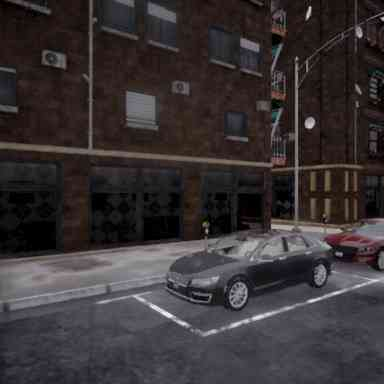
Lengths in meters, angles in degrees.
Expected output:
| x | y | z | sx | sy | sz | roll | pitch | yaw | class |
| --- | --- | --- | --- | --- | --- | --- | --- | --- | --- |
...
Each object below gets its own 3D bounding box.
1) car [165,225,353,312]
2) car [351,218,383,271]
| x | y | z | sx | sy | sz | roll | pitch | yaw | class |
| --- | --- | --- | --- | --- | --- | --- | --- | --- | --- |
| 1.478 | 1.549 | 7.612 | 4.403 | 1.369 | 2.008 | 0 | 0 | -36 | car |
| 6.066 | 1.542 | 10.885 | 4.507 | 1.381 | 1.887 | 0 | 0 | -36 | car |
